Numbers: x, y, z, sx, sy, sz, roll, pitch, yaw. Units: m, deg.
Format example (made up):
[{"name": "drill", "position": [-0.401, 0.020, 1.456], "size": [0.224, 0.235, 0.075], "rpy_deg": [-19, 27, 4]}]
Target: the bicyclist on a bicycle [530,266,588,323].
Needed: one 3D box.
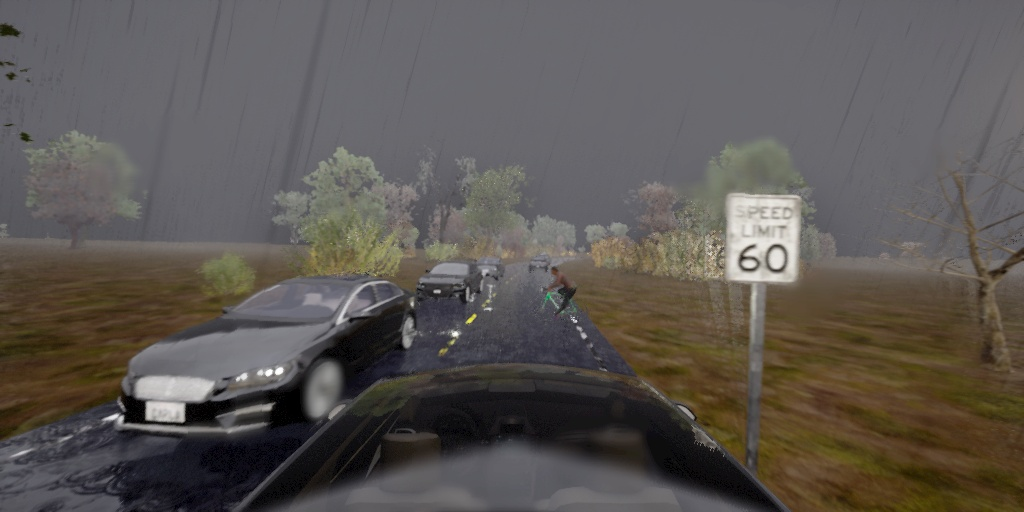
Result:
[{"name": "bicyclist on a bicycle", "position": [1.340, 1.103, 10.187], "size": [1.656, 1.620, 0.582], "rpy_deg": [1, 1, 3]}]

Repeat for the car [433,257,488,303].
[{"name": "car", "position": [-2.415, 0.937, 14.989], "size": [1.882, 1.535, 5.008], "rpy_deg": [2, 1, 4]}]

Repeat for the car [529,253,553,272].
[{"name": "car", "position": [2.743, 0.758, 36.179], "size": [2.128, 1.511, 4.902], "rpy_deg": [2, 1, 7]}]

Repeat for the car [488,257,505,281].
[{"name": "car", "position": [-1.598, 0.811, 25.037], "size": [2.128, 1.511, 4.902], "rpy_deg": [2, 1, 5]}]

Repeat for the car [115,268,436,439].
[{"name": "car", "position": [-2.955, 1.089, 5.638], "size": [2.128, 1.511, 4.902], "rpy_deg": [2, 1, 3]}]
